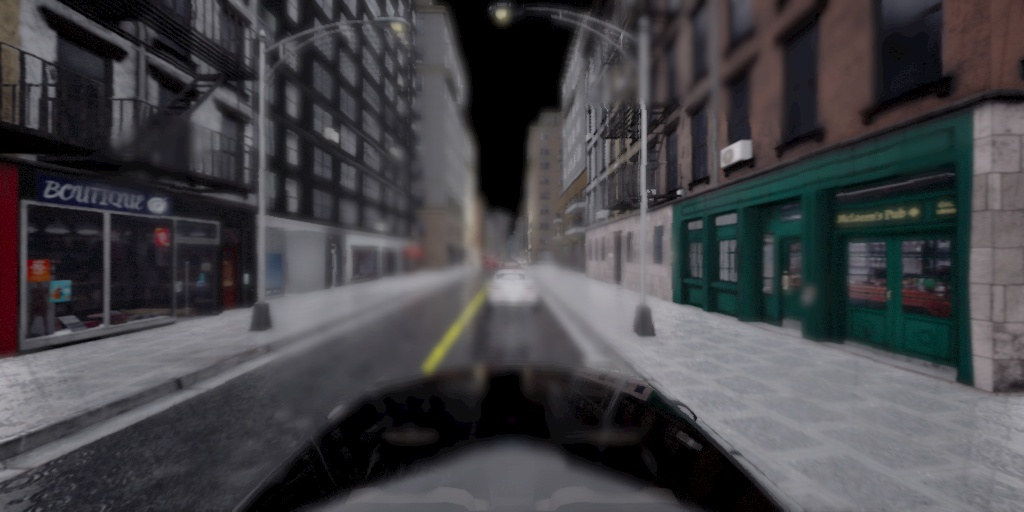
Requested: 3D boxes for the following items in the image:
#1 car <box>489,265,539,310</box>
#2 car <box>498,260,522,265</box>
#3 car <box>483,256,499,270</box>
[{"bbox_3d":[0.073,1.269,14.622,1.812,1.442,4.674,0,0,0],"label":"car"},{"bbox_3d":[0.065,1.214,30.125,1.882,1.535,5.008,0,0,0],"label":"car"},{"bbox_3d":[-3.081,0.940,53.623,2.150,2.045,5.566,0,0,1],"label":"car"}]
